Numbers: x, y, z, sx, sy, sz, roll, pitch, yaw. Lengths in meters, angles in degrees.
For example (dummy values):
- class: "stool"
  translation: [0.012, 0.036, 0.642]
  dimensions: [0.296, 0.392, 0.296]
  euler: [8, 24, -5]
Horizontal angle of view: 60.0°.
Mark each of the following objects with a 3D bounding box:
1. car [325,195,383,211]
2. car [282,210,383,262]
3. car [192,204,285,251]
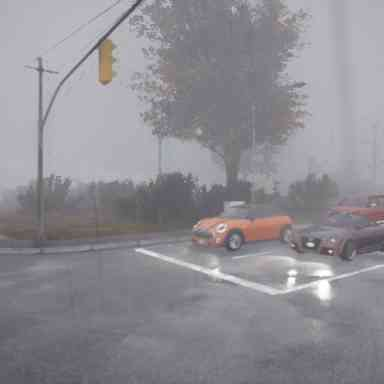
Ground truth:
- class: "car"
  translation: [10.051, 1.218, 19.713]
  dimensions: [5.566, 2.045, 2.150]
  euler: [0, 0, -35]
- class: "car"
  translation: [5.576, 1.566, 12.259]
  dimensions: [4.181, 1.385, 1.994]
  euler: [0, 0, -35]
- class: "car"
  translation: [2.214, 1.354, 14.194]
  dimensions: [4.553, 1.767, 2.097]
  euler: [0, 0, -34]
